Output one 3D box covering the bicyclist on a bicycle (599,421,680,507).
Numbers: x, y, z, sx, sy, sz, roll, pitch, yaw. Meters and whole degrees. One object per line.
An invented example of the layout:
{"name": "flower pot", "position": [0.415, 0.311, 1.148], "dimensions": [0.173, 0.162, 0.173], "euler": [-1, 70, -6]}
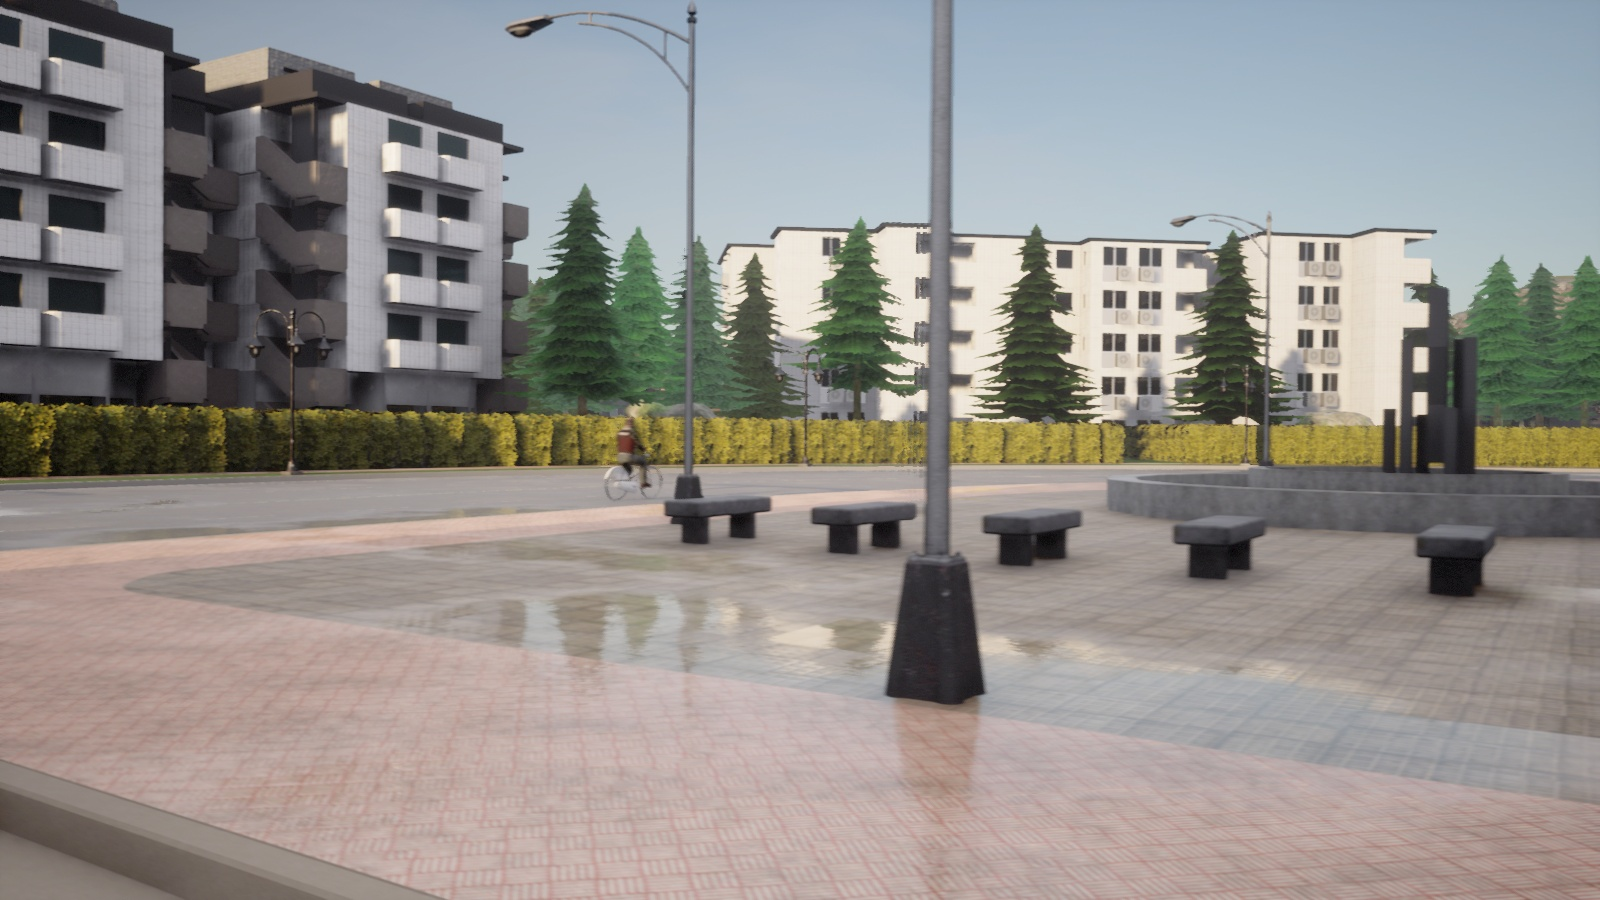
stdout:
{"name": "bicyclist on a bicycle", "position": [-3.400, 0.267, 26.763], "dimensions": [0.659, 1.776, 1.843], "euler": [0, 1, 33]}
